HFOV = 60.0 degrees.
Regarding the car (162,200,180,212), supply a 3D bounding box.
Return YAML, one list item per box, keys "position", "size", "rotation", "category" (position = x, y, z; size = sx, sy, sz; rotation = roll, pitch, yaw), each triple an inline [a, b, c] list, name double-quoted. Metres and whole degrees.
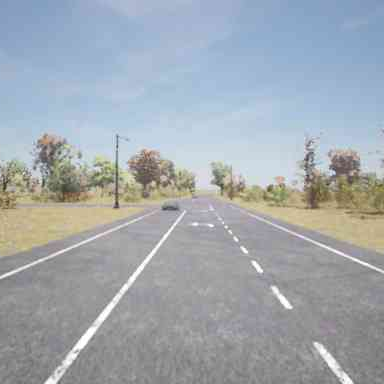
- position: [-2.554, 1.663, 40.776]
  size: [1.994, 1.385, 4.181]
  rotation: [0, 0, 1]
  category: "car"
